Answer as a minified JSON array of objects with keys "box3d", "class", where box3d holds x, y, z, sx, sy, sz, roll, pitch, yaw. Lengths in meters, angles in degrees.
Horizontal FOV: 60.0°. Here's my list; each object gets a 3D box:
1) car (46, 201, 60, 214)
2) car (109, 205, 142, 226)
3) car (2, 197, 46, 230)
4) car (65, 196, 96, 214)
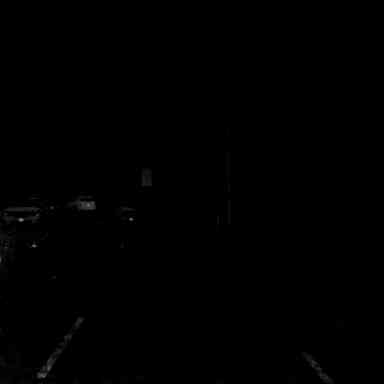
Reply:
[{"box3d":[-16.999,1.800,38.568,2.033,1.411,5.357,1,-1,-39],"class":"car"},{"box3d":[-5.043,1.731,25.024,1.812,1.442,4.674,1,-1,-22],"class":"car"},{"box3d":[-11.496,1.367,22.866,2.150,2.045,5.566,1,-1,-23],"class":"car"},{"box3d":[-13.195,1.521,39.295,2.150,2.045,5.566,1,-1,-37],"class":"car"}]
